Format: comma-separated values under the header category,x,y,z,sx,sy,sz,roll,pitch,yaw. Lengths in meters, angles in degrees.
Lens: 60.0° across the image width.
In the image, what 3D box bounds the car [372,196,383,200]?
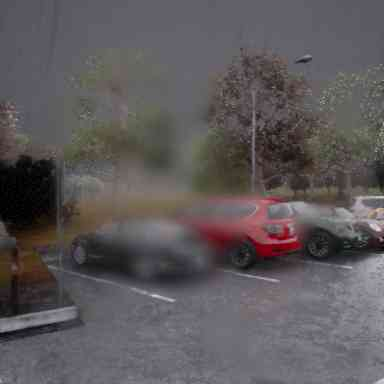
category,x,y,z,sx,sy,sz,roll,pitch,yaw
car,11.175,1.215,17.310,5.566,2.045,2.435,-1,-1,40

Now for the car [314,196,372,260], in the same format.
category,x,y,z,sx,sy,sz,roll,pitch,yaw
car,3.465,1.234,12.829,5.566,2.045,2.435,-1,-1,39

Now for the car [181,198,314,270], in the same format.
category,x,y,z,sx,sy,sz,roll,pitch,yaw
car,0.855,1.233,11.345,5.566,2.045,2.435,-1,-1,39

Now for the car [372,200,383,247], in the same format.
category,x,y,z,sx,sy,sz,roll,pitch,yaw
car,5.979,1.362,14.366,4.553,1.767,2.185,-1,-1,40

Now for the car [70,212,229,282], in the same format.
category,x,y,z,sx,sy,sz,roll,pitch,yaw
car,-1.670,1.484,9.800,4.892,1.521,2.231,-1,-1,39
